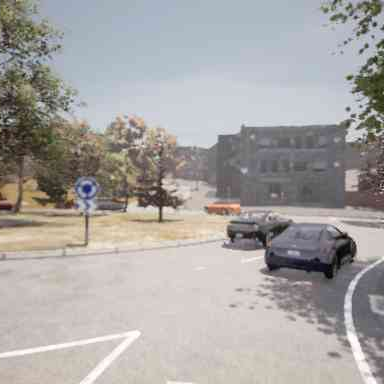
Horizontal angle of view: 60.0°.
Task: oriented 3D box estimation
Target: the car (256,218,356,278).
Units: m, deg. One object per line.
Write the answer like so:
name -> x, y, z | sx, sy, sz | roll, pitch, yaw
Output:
car -> 3.941, 1.675, 10.753 | 1.994, 1.385, 4.181 | 0, -1, 35

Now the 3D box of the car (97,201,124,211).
car -> -11.906, 1.877, 44.410 | 5.357, 1.411, 2.033 | 0, 0, -2

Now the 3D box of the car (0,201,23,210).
car -> -24.571, 1.750, 42.863 | 4.718, 1.301, 1.895 | 1, -1, -39

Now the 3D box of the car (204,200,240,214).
car -> 3.338, 1.664, 37.091 | 2.097, 1.767, 4.553 | 1, -1, -36

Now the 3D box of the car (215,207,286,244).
car -> 3.480, 1.640, 15.870 | 2.128, 1.511, 4.902 | 0, 0, 39
